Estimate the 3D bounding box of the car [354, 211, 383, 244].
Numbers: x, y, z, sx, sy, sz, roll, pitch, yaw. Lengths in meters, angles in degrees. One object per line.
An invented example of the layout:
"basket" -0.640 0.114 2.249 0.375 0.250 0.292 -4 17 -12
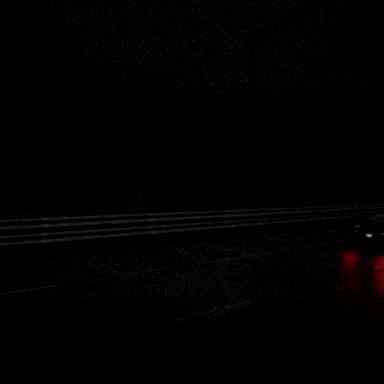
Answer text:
"car" 8.824 1.525 14.376 4.674 1.442 1.812 0 0 -35
